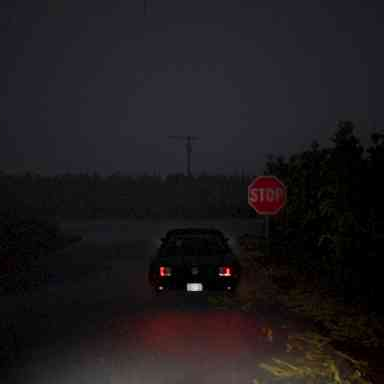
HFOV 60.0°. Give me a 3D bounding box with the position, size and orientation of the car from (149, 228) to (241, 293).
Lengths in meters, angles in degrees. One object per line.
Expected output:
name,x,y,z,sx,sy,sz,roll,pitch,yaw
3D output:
car,0.076,1.617,8.868,1.895,1.301,4.718,0,0,0
